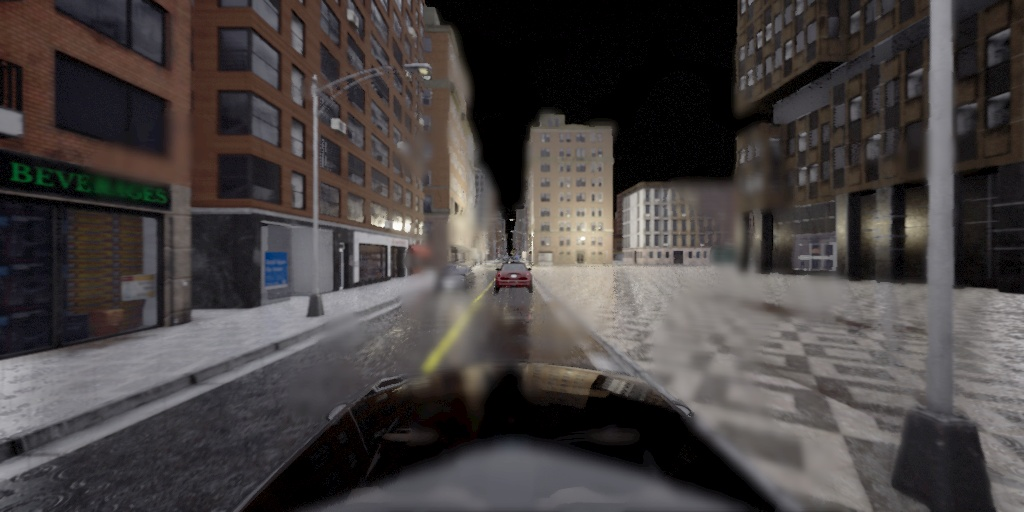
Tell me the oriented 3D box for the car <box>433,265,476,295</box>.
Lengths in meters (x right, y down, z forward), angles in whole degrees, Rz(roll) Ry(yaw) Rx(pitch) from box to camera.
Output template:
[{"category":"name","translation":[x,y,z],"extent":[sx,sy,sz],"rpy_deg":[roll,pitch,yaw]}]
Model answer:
[{"category":"car","translation":[-3.099,1.247,20.106],"extent":[2.128,1.511,4.902],"rpy_deg":[0,0,0]}]

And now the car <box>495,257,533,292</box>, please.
[{"category":"car","translation":[0.100,1.108,21.504],"extent":[2.097,1.767,4.553],"rpy_deg":[0,0,0]}]
